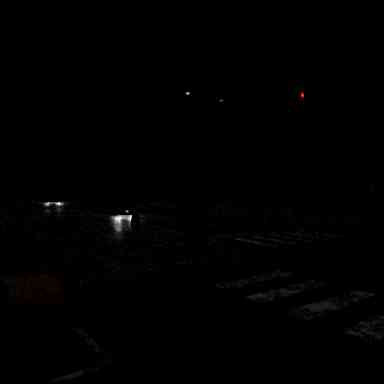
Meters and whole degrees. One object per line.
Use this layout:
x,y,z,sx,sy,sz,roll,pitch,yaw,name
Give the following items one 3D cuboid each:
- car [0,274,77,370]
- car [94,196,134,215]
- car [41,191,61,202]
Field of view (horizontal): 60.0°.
-3.924,1.528,3.863,4.829,1.417,1.752,0,0,-35,car
-6.496,1.053,27.589,2.033,1.411,5.357,0,1,-35,car
-19.567,0.635,46.061,1.812,1.442,4.674,0,1,-35,car
